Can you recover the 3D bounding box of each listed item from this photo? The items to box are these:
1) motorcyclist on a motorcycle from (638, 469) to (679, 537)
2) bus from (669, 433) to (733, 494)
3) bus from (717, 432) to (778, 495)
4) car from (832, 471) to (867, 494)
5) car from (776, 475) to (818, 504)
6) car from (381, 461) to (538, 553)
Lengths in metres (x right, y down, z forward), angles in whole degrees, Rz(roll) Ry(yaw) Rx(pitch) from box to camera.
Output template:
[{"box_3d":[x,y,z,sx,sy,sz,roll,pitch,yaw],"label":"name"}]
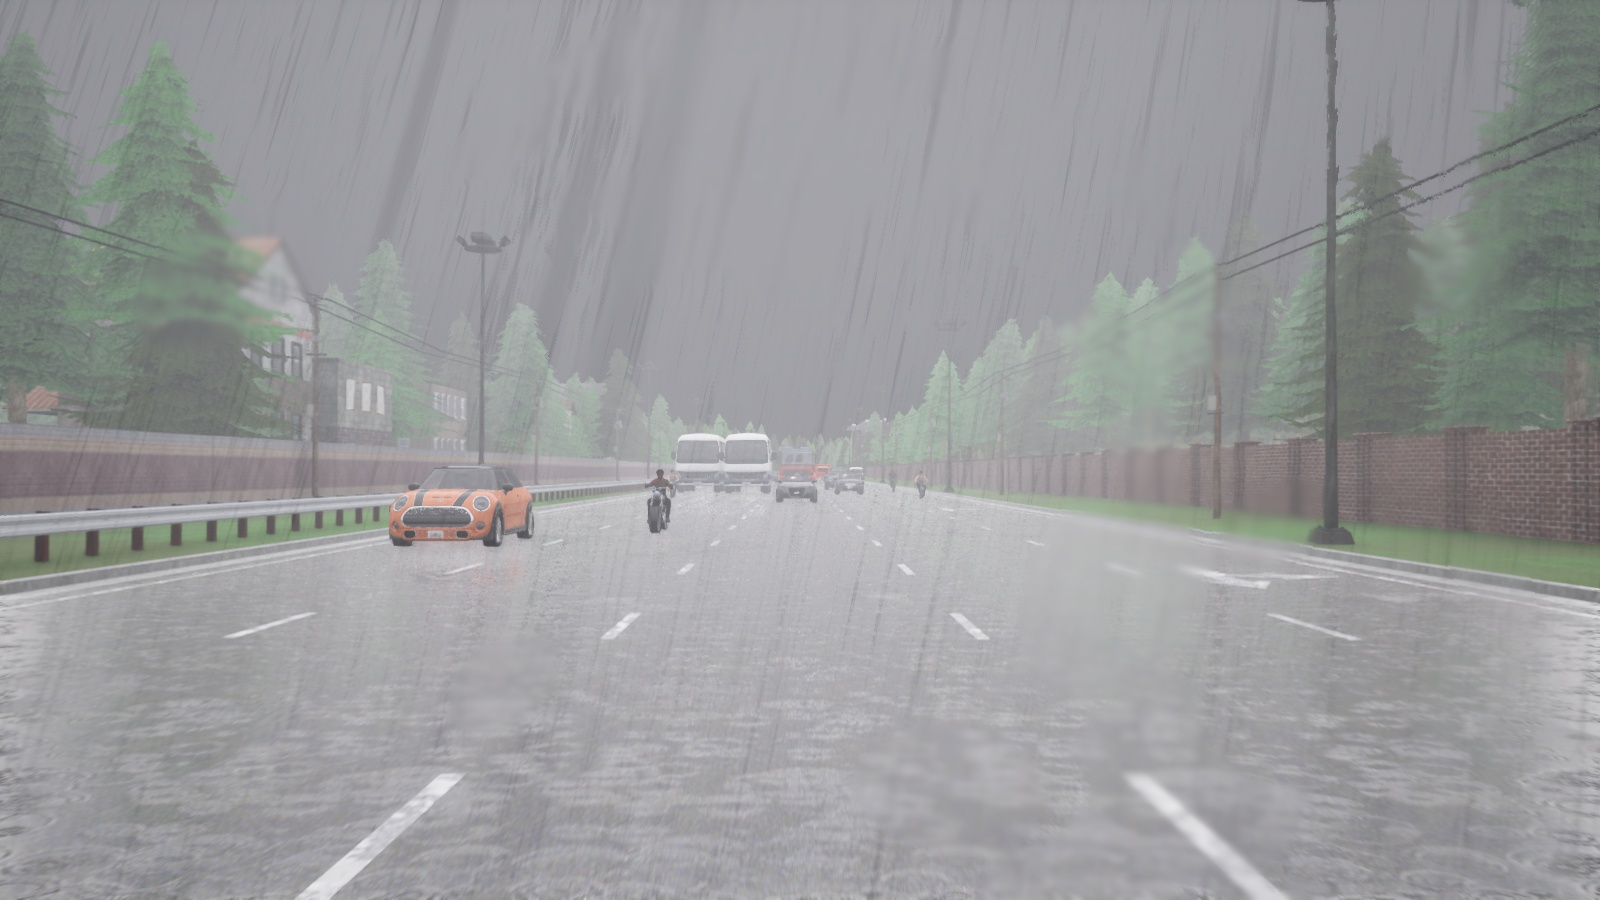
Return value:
[{"box_3d":[-3.577,1.314,31.952,0.766,1.649,2.350,0,-1,0],"label":"motorcyclist on a motorcycle"},{"box_3d":[-7.229,1.023,92.998,3.944,4.253,10.273,0,-1,0],"label":"bus"},{"box_3d":[-3.674,0.987,91.009,3.944,4.253,10.273,-1,-1,0],"label":"bus"},{"box_3d":[3.297,2.172,84.511,2.128,1.511,4.902,0,-1,0],"label":"car"},{"box_3d":[-0.151,1.933,62.994,1.994,1.385,4.181,0,-1,0],"label":"car"},{"box_3d":[-7.065,1.146,26.573,2.097,1.767,4.553,0,-1,0],"label":"car"}]
